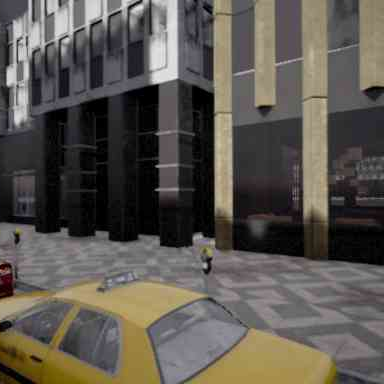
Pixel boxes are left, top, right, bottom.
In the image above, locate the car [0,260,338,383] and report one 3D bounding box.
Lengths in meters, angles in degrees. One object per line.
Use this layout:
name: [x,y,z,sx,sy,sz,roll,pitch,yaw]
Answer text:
car: [-0.986,1.554,3.662,4.829,1.417,1.752,-1,0,35]
